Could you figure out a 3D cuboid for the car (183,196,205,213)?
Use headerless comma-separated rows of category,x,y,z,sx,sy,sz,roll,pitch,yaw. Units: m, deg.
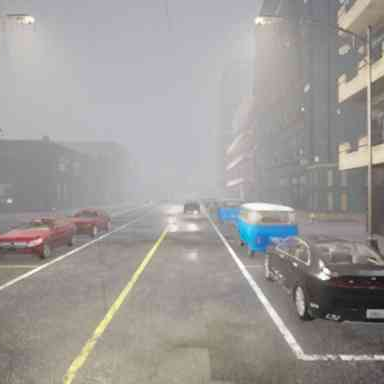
car,-0.002,1.519,36.555,2.128,1.511,4.902,0,0,0

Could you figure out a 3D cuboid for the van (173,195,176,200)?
van,-5.679,1.360,85.156,1.690,1.788,3.998,1,0,0

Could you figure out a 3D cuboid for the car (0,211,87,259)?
car,-5.681,1.593,12.613,1.802,1.307,4.206,1,0,0

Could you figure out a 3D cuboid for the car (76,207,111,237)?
car,-5.680,1.561,18.193,1.887,1.381,4.507,1,0,0

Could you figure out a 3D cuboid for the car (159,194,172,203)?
car,-5.682,1.592,68.415,1.947,1.339,4.313,1,0,0

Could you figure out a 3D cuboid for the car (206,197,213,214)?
car,2.700,1.552,35.141,1.752,1.417,4.829,1,0,0

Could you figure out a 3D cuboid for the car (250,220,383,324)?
car,2.701,1.557,7.069,2.008,1.369,4.403,1,0,0

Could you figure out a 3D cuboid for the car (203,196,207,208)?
car,2.699,1.595,46.134,1.947,1.339,4.313,1,0,0

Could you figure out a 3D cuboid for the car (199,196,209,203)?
car,2.698,1.575,74.038,2.008,1.369,4.403,1,0,0

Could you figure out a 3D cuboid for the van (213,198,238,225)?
van,2.703,1.362,23.811,1.690,1.788,3.998,1,0,0

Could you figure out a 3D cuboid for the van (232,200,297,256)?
van,2.703,1.353,12.648,1.690,1.788,3.998,1,0,0

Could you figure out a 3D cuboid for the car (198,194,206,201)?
car,2.700,1.455,90.779,1.967,1.590,4.097,1,0,0
